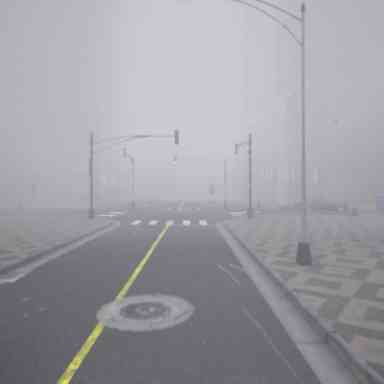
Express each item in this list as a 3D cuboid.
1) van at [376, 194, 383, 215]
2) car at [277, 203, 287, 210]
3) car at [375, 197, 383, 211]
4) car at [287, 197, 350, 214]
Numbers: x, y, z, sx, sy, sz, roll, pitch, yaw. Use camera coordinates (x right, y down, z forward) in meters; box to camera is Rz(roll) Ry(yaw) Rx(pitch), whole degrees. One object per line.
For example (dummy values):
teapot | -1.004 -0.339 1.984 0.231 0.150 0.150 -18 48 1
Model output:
van | 17.224 1.004 27.145 3.998 1.788 1.690 0 0 0
car | 11.624 1.290 35.654 4.829 1.417 1.752 0 0 0
car | 22.374 1.277 35.688 4.507 1.381 1.887 0 0 0
car | 11.539 1.200 29.887 4.902 1.511 2.128 0 -1 0
